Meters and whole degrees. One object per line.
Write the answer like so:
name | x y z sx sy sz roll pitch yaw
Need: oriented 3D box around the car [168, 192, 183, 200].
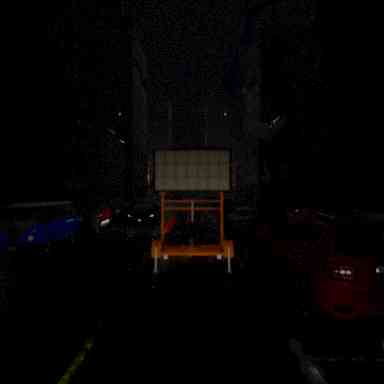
car | -2.957 0.845 66.280 2.150 2.045 5.566 0 0 0

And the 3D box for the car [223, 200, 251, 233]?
car | 2.867 1.397 18.336 1.752 1.417 4.829 -1 0 0

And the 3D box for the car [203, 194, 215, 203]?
car | 2.903 1.111 57.436 1.752 1.417 4.829 -1 0 0

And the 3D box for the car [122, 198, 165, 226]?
car | -3.088 1.373 21.902 1.812 1.442 4.674 0 0 0

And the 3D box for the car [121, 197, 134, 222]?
car | -5.664 1.274 23.757 1.967 1.590 4.097 -1 0 0

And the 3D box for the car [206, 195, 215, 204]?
car | 2.883 1.305 34.923 2.008 1.369 4.403 -1 0 0

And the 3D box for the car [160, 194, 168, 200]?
car | -5.632 1.045 68.442 1.887 1.381 4.507 -1 0 0

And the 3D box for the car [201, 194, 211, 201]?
car | 2.914 1.082 68.438 1.802 1.307 4.206 -1 0 0

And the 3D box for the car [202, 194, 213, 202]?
car | 2.909 1.109 62.852 1.947 1.339 4.313 -1 0 0

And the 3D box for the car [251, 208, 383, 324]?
car | 2.854 1.266 6.993 2.192 1.841 5.009 -1 0 0

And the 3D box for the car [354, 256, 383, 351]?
car | 2.852 1.514 1.579 1.752 1.417 4.829 -1 0 0

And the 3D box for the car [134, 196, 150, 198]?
car | -5.656 1.194 34.928 1.967 1.590 4.097 -1 0 0

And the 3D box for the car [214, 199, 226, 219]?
car | 2.873 1.400 23.752 1.947 1.339 4.313 -1 0 0

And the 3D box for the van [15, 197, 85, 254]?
van | -5.672 1.254 12.585 1.690 1.788 3.998 -1 0 0

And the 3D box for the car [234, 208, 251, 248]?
car | 2.863 1.495 12.580 1.802 1.307 4.206 -1 0 0

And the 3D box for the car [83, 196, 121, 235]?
car | -5.669 1.188 18.171 2.192 1.841 5.009 -1 0 0

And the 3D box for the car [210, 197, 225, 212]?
car | 2.878 1.360 29.338 1.947 1.339 4.313 -1 0 0

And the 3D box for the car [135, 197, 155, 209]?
car | -5.650 1.295 40.515 1.802 1.307 4.206 -1 0 0

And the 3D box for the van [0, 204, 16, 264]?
van | -5.676 1.292 7.000 1.690 1.788 3.998 -1 0 0

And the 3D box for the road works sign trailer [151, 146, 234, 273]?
road works sign trailer | 0.011 0.392 10.391 2.380 3.560 2.880 0 0 0

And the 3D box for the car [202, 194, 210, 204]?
car | 2.898 1.180 51.680 2.008 1.369 4.403 -1 0 0
